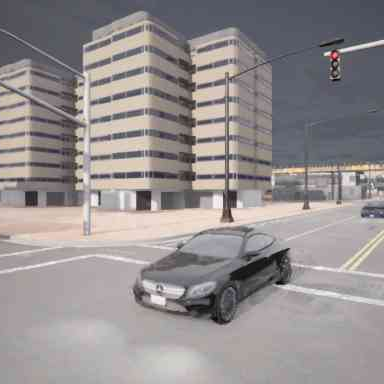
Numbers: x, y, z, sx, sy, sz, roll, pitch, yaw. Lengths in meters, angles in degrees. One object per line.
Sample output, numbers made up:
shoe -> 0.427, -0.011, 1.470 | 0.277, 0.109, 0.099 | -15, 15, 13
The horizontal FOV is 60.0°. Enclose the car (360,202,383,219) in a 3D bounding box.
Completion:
car -> 16.030, 1.546, 29.005 | 2.033, 1.411, 5.357 | 0, 0, 35

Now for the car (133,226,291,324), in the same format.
car -> 0.779, 1.535, 7.428 | 1.812, 1.442, 4.674 | 0, 0, 35
